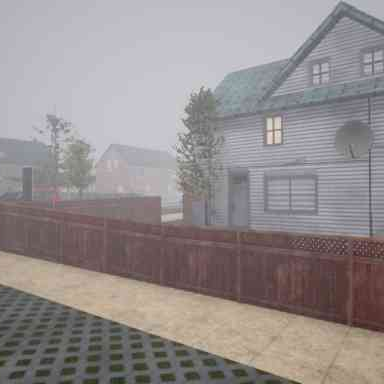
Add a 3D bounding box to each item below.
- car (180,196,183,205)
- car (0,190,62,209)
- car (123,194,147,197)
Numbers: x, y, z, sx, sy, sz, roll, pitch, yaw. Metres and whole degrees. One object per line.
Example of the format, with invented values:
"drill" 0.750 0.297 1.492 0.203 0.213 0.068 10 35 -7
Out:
"car" 0.558 0.569 38.117 2.097 1.767 4.553 -1 1 36
"car" -11.215 0.921 21.762 2.150 2.045 5.566 -1 1 36
"car" -5.332 0.949 29.927 2.128 1.511 4.902 -1 1 36
